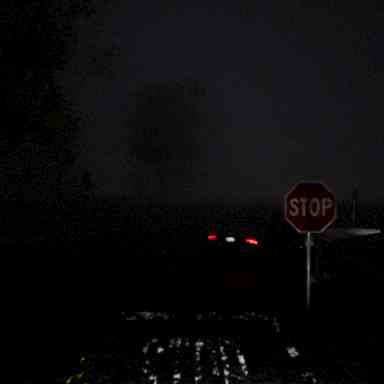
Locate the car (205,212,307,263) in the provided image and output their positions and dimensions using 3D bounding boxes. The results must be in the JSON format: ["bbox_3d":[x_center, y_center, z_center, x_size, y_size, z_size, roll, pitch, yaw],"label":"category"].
[{"bbox_3d":[2.439,1.410,11.432,2.033,1.411,5.357,1,0,33],"label":"car"}]
